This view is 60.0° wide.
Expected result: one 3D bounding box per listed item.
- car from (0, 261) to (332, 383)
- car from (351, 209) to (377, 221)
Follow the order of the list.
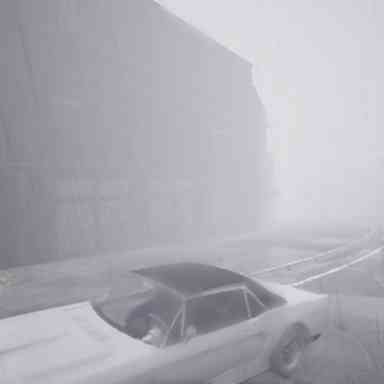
[{"bbox_3d":[-0.394,1.636,3.937,4.718,1.301,1.895,1,-1,-39],"label":"car"},{"bbox_3d":[21.287,2.888,41.475,1.812,1.442,4.674,-1,-4,7],"label":"car"}]
